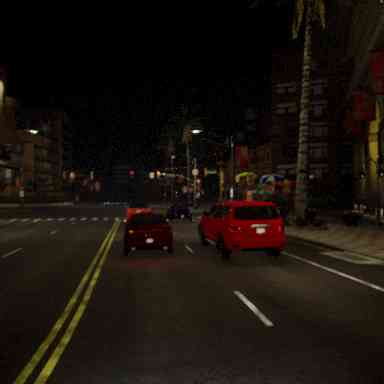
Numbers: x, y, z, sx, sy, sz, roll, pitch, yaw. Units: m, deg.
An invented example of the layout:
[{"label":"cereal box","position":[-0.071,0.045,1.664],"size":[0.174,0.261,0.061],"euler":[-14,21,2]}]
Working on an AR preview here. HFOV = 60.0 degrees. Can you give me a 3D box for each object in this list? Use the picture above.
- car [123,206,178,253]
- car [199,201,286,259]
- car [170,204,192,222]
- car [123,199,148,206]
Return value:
[{"label":"car","position":[-1.957,1.627,14.482],"size":[1.882,1.535,5.008],"euler":[0,0,-10]},{"label":"car","position":[1.773,1.365,13.475],"size":[2.150,2.045,5.566],"euler":[0,0,-10]},{"label":"car","position":[-1.169,1.830,29.526],"size":[1.812,1.442,4.674],"euler":[0,0,-10]},{"label":"car","position":[-4.528,1.644,28.428],"size":[2.097,1.767,4.553],"euler":[0,-1,-10]}]
